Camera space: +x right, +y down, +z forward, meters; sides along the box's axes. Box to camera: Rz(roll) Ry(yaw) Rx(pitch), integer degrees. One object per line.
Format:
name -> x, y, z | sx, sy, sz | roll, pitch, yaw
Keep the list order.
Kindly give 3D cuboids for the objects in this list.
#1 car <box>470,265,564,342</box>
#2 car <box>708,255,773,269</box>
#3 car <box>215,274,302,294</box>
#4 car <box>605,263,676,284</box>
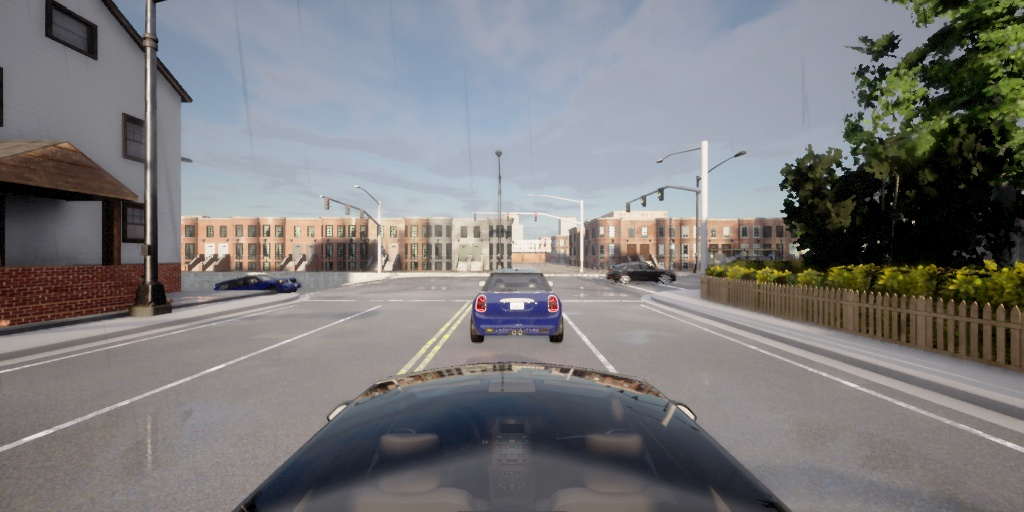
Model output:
car -> 0.111, 1.102, 9.888 | 2.097, 1.767, 4.553 | 0, 0, 0
car -> 18.743, 0.971, 29.598 | 5.566, 2.045, 2.150 | 0, 0, 0
car -> -18.323, 2.366, 25.769 | 5.566, 2.045, 2.150 | -13, 1, 0
car -> 9.251, 1.255, 25.875 | 4.892, 1.490, 1.837 | 0, 0, 0
